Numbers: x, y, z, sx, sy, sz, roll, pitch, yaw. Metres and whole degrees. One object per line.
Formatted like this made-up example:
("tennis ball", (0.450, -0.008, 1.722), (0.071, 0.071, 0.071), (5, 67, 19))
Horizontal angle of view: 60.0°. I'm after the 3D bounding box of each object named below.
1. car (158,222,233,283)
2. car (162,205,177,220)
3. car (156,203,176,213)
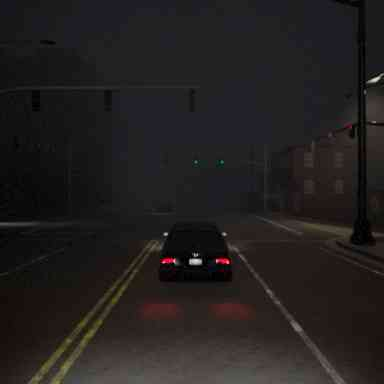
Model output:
("car", (0.091, 1.593, 9.841), (2.033, 1.411, 5.357), (0, 0, 0))
("car", (-3.551, 3.396, 53.450), (2.097, 1.767, 4.553), (0, -12, 0))
("car", (-3.560, 2.212, 44.337), (1.812, 1.442, 4.674), (0, -5, 0))
